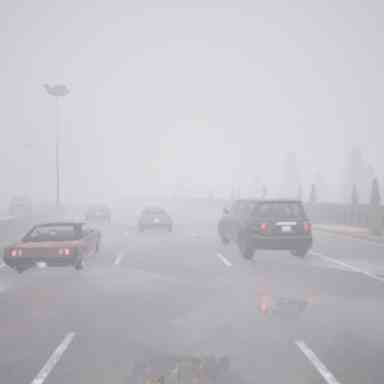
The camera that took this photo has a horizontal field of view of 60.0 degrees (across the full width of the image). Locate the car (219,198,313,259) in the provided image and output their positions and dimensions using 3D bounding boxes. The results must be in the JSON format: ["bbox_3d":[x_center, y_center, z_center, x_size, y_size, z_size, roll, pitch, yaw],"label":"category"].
[{"bbox_3d":[2.562,1.225,12.887,2.150,2.045,5.566,0,0,-7],"label":"car"}]

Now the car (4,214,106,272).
[{"bbox_3d":[-4.234,1.639,11.003,1.895,1.301,4.718,0,0,-7],"label":"car"}]

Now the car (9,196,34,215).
[{"bbox_3d":[-19.065,1.441,37.282,2.150,2.045,5.566,0,0,-25],"label":"car"}]

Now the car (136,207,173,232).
[{"bbox_3d":[-2.417,1.612,20.849,1.994,1.385,4.181,0,0,-12],"label":"car"}]

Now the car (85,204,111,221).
[{"bbox_3d":[-7.905,1.667,27.957,1.994,1.385,4.181,0,0,-17],"label":"car"}]
